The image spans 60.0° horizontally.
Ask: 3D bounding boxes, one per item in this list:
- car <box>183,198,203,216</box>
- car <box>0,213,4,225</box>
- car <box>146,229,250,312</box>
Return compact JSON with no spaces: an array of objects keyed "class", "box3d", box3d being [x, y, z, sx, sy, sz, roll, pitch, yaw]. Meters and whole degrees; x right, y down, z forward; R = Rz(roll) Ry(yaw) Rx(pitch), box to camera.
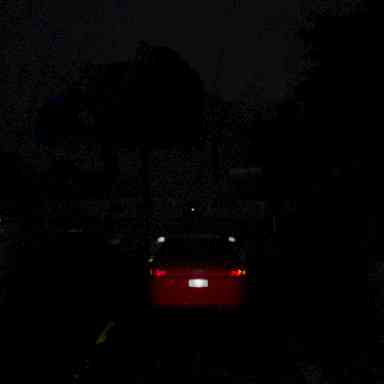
[{"class":"car","box3d":[0.095,1.616,32.708,1.994,1.385,4.181,0,0,0]},{"class":"car","box3d":[-13.161,1.288,18.534,4.902,1.511,2.128,1,-1,-1]},{"class":"car","box3d":[0.110,1.559,7.803,1.994,1.385,4.181,0,0,0]}]
